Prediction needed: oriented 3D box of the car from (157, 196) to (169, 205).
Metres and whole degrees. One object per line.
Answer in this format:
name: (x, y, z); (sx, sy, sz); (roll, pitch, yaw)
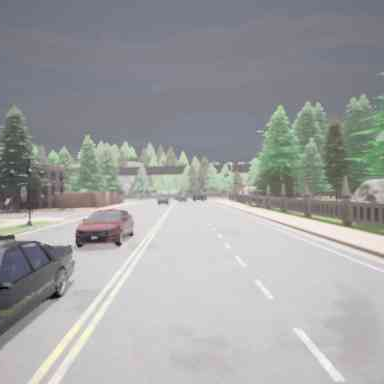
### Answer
car: (-5.158, 1.495, 59.601); (1.882, 1.535, 5.008); (-1, 0, -1)

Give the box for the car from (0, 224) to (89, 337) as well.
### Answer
car: (-3.696, 1.627, 5.902); (2.033, 1.411, 5.357); (-1, 0, -2)

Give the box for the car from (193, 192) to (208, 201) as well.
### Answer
car: (1.975, 1.034, 77.476); (2.150, 2.045, 5.566); (-1, 0, 20)

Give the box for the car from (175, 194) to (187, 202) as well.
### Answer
car: (-1.927, 1.298, 70.108); (2.033, 1.411, 5.357); (-1, 0, -2)

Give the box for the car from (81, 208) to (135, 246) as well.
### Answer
car: (-3.942, 1.545, 15.734); (1.882, 1.535, 5.008); (-1, 0, -1)
